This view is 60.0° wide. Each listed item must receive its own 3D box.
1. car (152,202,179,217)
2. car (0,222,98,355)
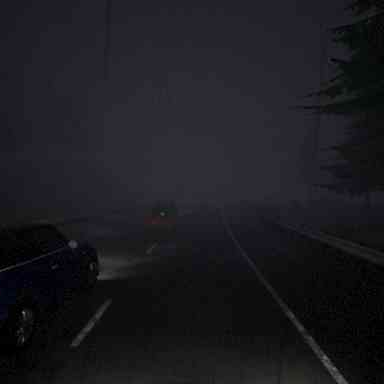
[{"bbox_3d":[-2.326,1.565,30.424,1.895,1.301,4.718,0,0,4],"label":"car"},{"bbox_3d":[-3.337,1.342,6.253,2.097,1.767,4.553,0,0,1],"label":"car"}]
